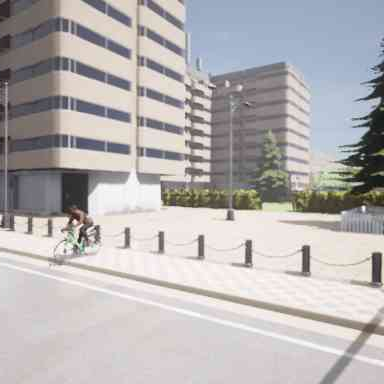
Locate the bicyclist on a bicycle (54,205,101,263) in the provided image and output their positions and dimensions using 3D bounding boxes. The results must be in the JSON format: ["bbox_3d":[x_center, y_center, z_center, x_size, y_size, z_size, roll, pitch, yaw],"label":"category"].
[{"bbox_3d":[-3.349,1.193,9.811,0.582,1.620,1.656,1,4,34],"label":"bicyclist on a bicycle"}]
